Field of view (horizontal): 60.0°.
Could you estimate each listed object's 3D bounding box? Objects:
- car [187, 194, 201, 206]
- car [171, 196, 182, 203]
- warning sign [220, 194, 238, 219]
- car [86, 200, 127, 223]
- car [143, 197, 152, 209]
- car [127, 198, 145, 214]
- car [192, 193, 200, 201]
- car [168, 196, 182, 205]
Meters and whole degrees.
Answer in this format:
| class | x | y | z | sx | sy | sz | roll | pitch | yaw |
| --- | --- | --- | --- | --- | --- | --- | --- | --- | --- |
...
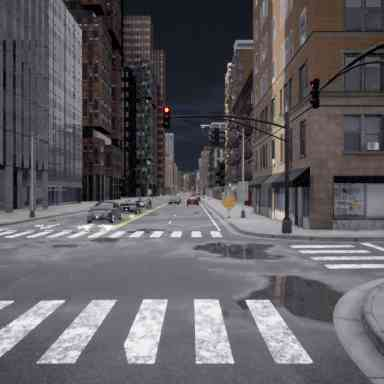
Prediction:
| class | x | y | z | sx | sy | sz | roll | pitch | yaw |
| --- | --- | --- | --- | --- | --- | --- | --- | --- | --- |
| car | 0.110 | 1.493 | 54.876 | 1.882 | 1.535 | 5.008 | 0 | 0 | 0 |
| car | -3.142 | 1.573 | 69.676 | 2.033 | 1.411 | 5.357 | 0 | 0 | 0 |
| warning sign | 2.858 | 1.118 | 25.685 | 1.300 | 1.860 | 1.060 | 0 | 0 | 0 |
| car | -6.595 | 1.507 | 25.490 | 1.837 | 1.490 | 4.892 | 0 | 0 | 0 |
| car | -6.581 | 1.502 | 45.387 | 2.128 | 1.511 | 4.902 | 0 | 0 | 0 |
| car | -6.596 | 1.570 | 35.413 | 1.994 | 1.385 | 4.181 | 0 | 0 | 0 |
| car | 0.990 | 1.268 | 85.720 | 2.150 | 2.045 | 5.566 | 0 | 0 | 0 |
| car | -3.140 | 1.619 | 59.418 | 1.895 | 1.301 | 4.718 | 0 | 0 | 0 |
